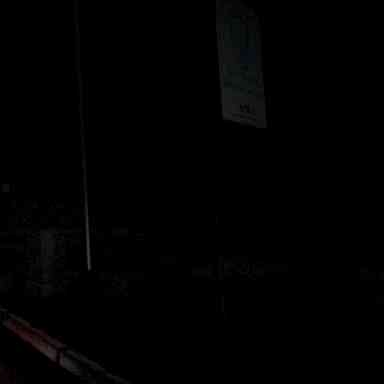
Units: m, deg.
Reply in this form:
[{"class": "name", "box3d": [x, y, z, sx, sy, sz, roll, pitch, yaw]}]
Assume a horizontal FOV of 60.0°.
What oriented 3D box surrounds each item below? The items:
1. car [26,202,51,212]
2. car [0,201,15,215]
[{"class": "car", "box3d": [-23.523, 2.231, 51.209, 1.994, 1.385, 4.181, -4, -1, 7]}, {"class": "car", "box3d": [-23.182, 1.881, 39.829, 2.097, 1.767, 4.553, -3, 0, -5]}]
